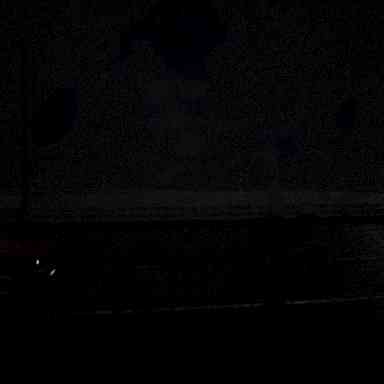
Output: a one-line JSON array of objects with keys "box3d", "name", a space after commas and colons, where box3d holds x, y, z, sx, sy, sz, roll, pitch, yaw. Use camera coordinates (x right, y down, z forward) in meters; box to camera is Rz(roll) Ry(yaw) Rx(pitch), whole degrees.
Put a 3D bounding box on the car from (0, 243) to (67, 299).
[{"box3d": [-5.442, 1.565, 7.573, 4.718, 1.301, 1.895, 0, 1, -4], "name": "car"}]
